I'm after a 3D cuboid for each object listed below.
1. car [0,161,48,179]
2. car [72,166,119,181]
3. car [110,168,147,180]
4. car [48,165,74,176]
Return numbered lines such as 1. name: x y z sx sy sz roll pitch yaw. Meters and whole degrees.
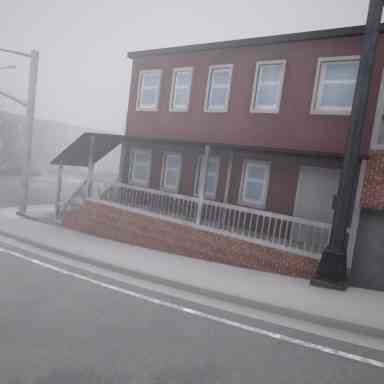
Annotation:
1. car: -17.483 -2.151 32.495 2.033 1.411 5.357 11 6 37
2. car: -11.404 -2.144 40.939 2.033 1.411 5.357 11 6 36
3. car: -9.427 -2.671 49.592 2.033 1.411 5.357 11 6 36
4. car: -15.524 -2.722 41.124 1.837 1.490 4.892 11 6 35
